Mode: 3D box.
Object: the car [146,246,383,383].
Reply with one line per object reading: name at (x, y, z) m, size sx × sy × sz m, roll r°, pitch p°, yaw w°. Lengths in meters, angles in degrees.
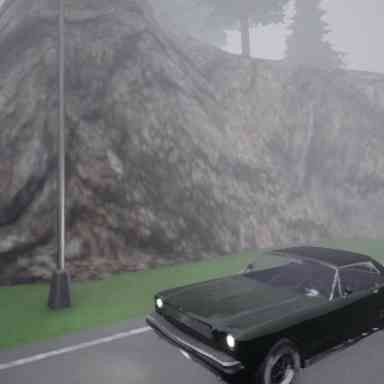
car at (1.714, 1.616, 5.234) m, size 4.718 × 1.301 × 1.895 m, roll 0°, pitch 0°, yaw -36°
